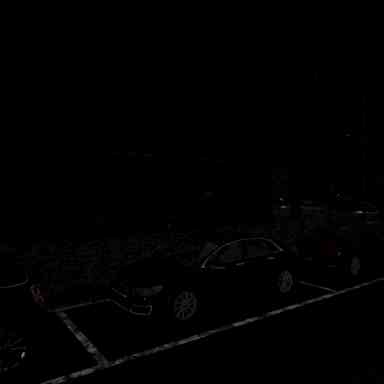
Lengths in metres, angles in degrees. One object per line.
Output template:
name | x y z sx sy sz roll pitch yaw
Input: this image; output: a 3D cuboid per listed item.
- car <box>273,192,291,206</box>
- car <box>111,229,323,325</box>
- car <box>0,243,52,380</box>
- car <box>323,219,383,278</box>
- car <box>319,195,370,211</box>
car | 10.204 0.834 41.325 2.097 1.767 4.553 0 1 -35
car | 0.501 1.551 7.003 4.403 1.369 2.008 0 0 -35
car | -3.944 1.440 3.838 4.097 1.590 1.967 0 0 -35
car | 4.946 1.545 10.169 4.507 1.381 1.887 0 0 -35
car | 15.452 1.135 33.979 1.882 1.535 5.008 0 1 -35
